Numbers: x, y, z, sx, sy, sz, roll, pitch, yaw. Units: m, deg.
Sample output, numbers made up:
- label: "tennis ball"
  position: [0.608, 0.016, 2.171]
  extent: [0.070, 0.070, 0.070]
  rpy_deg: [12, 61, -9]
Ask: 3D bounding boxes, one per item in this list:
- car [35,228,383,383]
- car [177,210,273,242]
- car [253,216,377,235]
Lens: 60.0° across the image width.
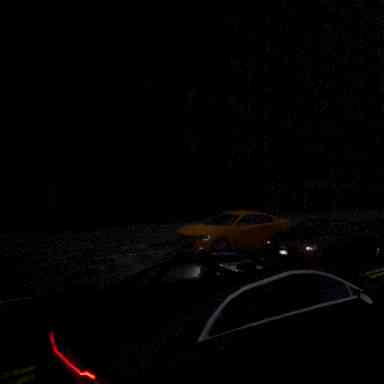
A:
- label: "car"
  position: [0.813, 1.490, 4.017]
  extent: [4.902, 1.511, 2.128]
  rpy_deg: [0, 0, -36]
- label: "car"
  position: [1.757, 1.473, 12.922]
  extent: [5.008, 1.535, 1.882]
  rpy_deg: [0, 0, -35]
- label: "car"
  position: [4.242, 1.559, 10.703]
  extent: [4.181, 1.385, 1.994]
  rpy_deg: [0, 0, -35]
